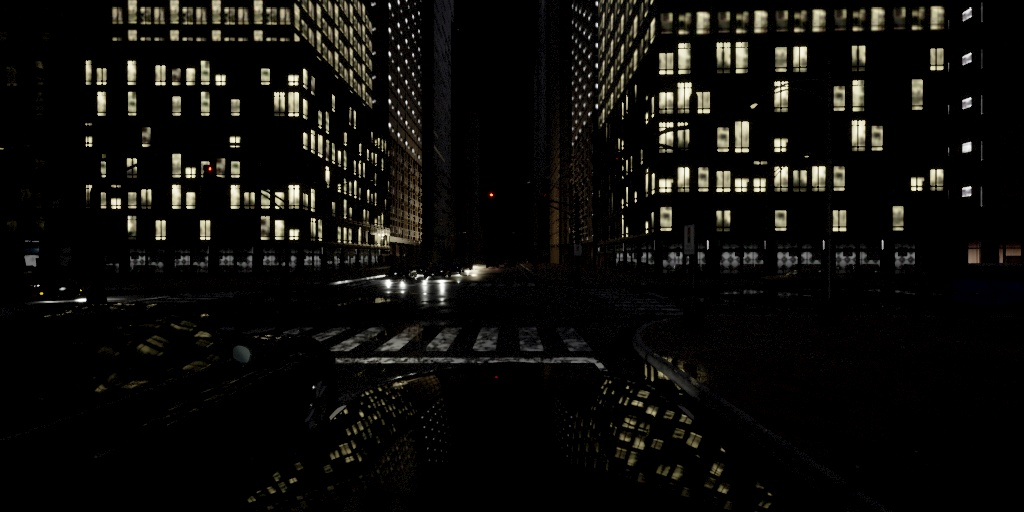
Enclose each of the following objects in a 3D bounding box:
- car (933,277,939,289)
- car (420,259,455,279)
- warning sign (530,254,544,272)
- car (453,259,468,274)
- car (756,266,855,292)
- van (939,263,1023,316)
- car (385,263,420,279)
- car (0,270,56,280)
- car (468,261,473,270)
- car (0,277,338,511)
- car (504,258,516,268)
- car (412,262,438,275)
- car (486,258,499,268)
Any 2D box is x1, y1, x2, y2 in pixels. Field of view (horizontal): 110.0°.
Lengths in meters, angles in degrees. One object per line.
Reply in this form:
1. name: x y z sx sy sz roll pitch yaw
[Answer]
1. car: 26.824 1.356 20.451 4.207 1.307 1.802 0 0 2
2. car: -6.764 1.305 32.923 1.812 1.442 4.674 0 0 0
3. warning sign: 2.643 0.909 40.794 1.300 1.860 1.060 0 0 0
4. car: -6.817 1.277 42.797 1.882 1.535 5.008 0 0 0
5. car: 16.987 1.293 20.883 4.829 1.417 1.751 0 0 2
6. van: 18.301 1.119 12.718 3.998 1.789 1.690 0 0 2
7. car: -10.015 1.343 32.770 1.994 1.385 4.181 0 0 0
8. car: -22.521 1.322 16.378 4.181 1.385 1.994 0 0 0
9. car: -6.857 1.389 52.776 1.994 1.385 4.181 0 0 0
10. car: -3.154 1.102 2.525 2.097 1.767 4.553 0 0 0
11. car: -0.329 1.426 63.793 1.994 1.385 4.181 0 0 0
12. car: -10.054 1.360 41.679 1.994 1.385 4.181 0 0 0
13. car: -3.473 1.213 63.616 2.097 1.767 4.553 0 0 -1
